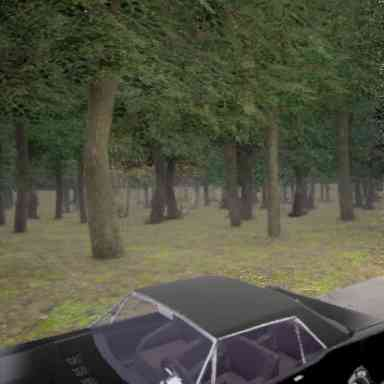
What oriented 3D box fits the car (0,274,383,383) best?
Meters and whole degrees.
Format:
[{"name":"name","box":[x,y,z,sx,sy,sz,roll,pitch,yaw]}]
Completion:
[{"name":"car","box":[-0.122,1.601,2.979,4.718,1.301,1.895,0,0,-35]}]
